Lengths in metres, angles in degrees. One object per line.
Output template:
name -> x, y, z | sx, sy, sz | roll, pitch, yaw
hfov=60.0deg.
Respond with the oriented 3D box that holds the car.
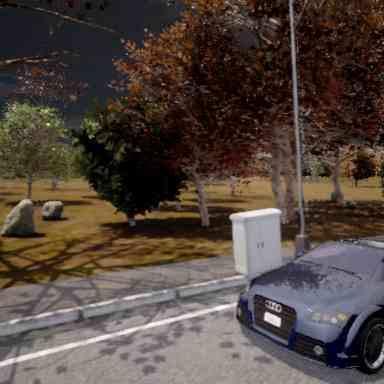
car -> 2.785, 1.511, 5.522 | 4.181, 1.385, 1.994 | -1, 1, -31
